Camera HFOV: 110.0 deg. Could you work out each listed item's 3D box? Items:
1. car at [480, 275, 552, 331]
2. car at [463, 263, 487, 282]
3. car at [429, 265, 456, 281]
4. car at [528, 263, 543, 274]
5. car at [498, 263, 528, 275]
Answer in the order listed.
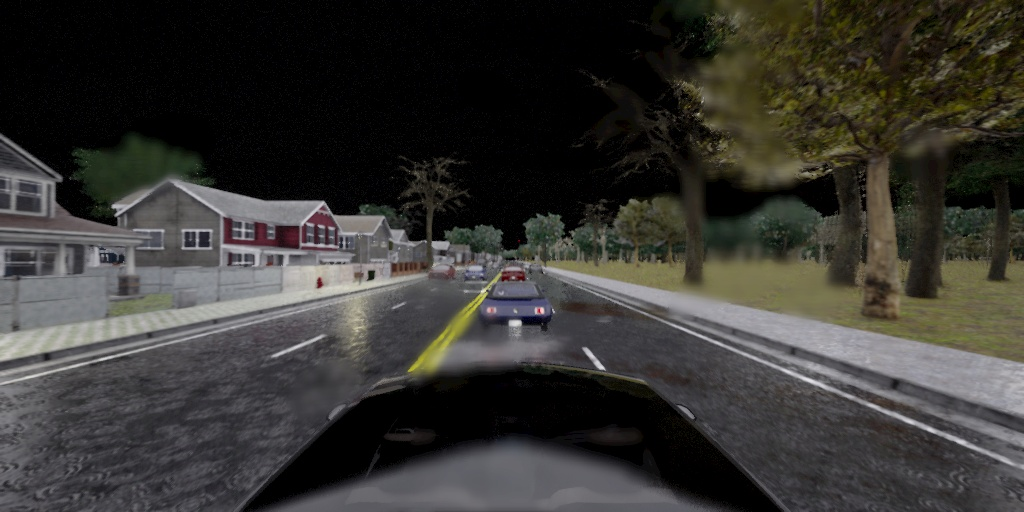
[{"bbox_3d":[0.102,1.451,11.383,1.895,1.301,4.718,0,-1,0],"label":"car"},{"bbox_3d":[-3.337,1.604,33.607,1.812,1.442,4.674,0,-1,0],"label":"car"},{"bbox_3d":[-6.588,1.563,34.398,1.882,1.535,5.008,0,-1,0],"label":"car"},{"bbox_3d":[3.362,1.749,51.645,2.128,1.511,4.902,0,0,0],"label":"car"},{"bbox_3d":[0.107,1.515,29.597,1.882,1.535,5.008,0,-1,0],"label":"car"}]
